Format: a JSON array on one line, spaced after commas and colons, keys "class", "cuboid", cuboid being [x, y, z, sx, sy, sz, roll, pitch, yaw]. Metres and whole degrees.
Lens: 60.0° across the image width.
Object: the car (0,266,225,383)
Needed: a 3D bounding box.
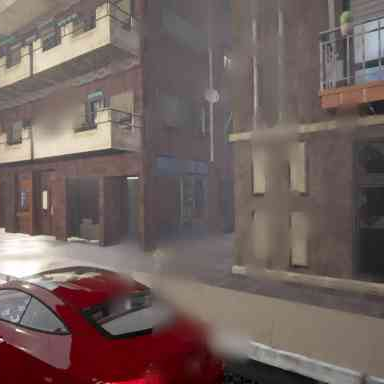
[{"class": "car", "cuboid": [-1.613, 1.583, 3.999, 4.206, 1.307, 1.802, 0, -1, 36]}]
